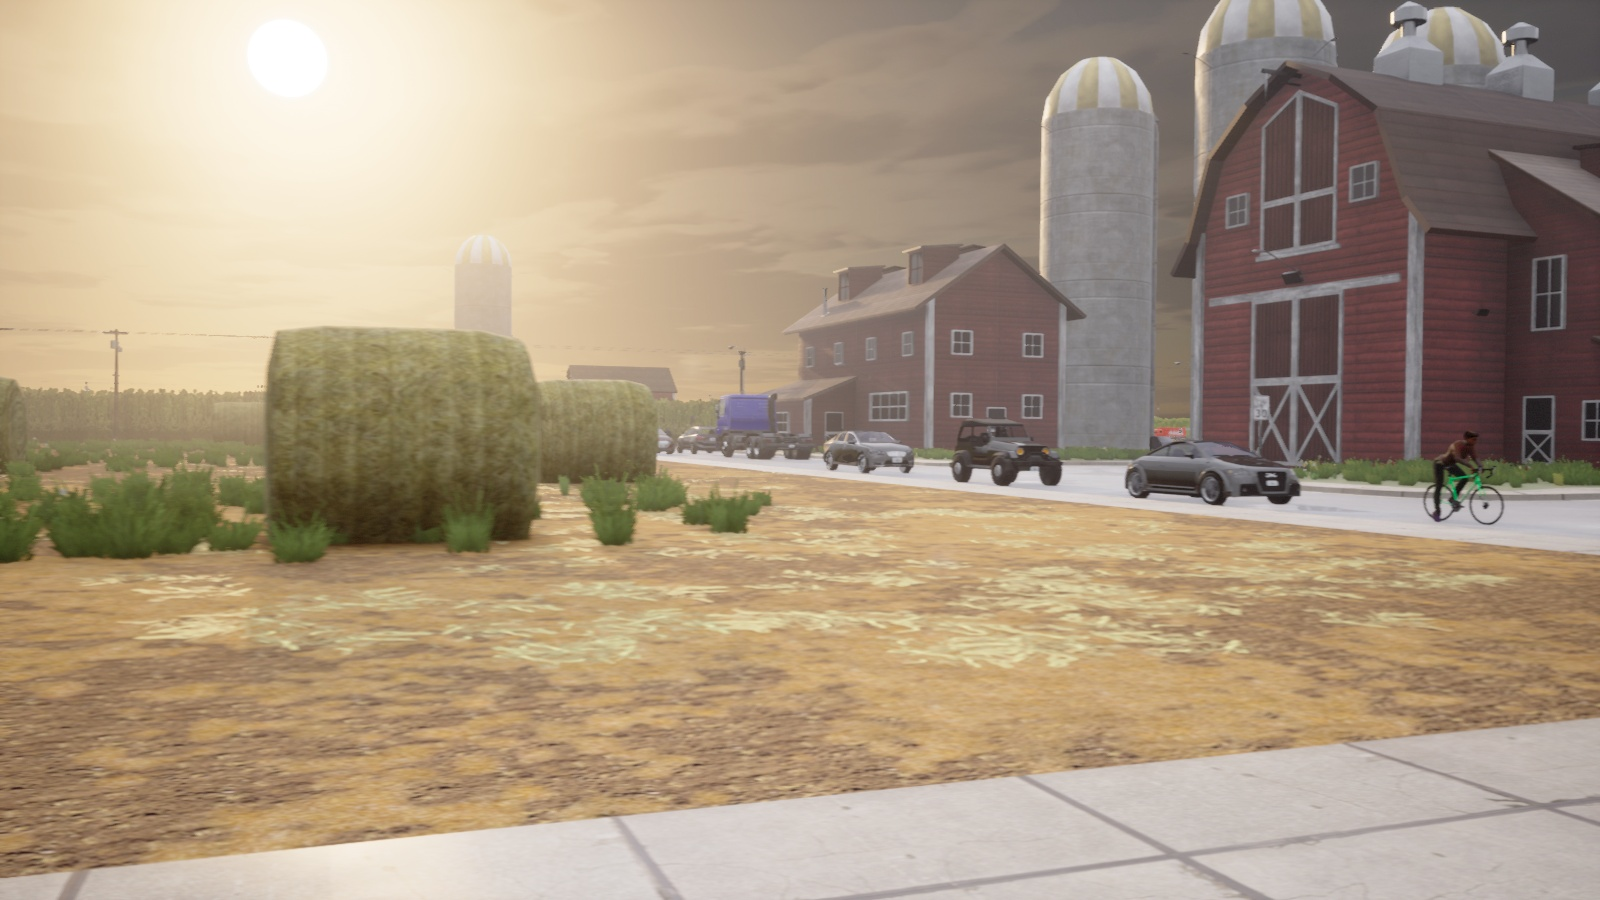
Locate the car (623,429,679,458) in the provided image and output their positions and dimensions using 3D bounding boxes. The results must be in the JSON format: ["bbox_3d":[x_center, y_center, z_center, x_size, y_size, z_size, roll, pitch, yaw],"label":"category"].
[{"bbox_3d":[-8.694,-0.392,72.975,2.033,1.649,4.856,-1,1,-22],"label":"car"}]

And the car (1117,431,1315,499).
[{"bbox_3d":[9.227,0.276,28.226,1.994,1.385,4.181,-1,1,-22],"label":"car"}]

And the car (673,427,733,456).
[{"bbox_3d":[-5.856,-0.545,75.294,2.242,1.667,4.611,-1,1,-22],"label":"car"}]

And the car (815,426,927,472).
[{"bbox_3d":[2.459,-0.050,45.114,2.128,1.511,4.902,-2,1,-22],"label":"car"}]

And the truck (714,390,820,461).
[{"bbox_3d":[-1.858,-1.253,65.275,2.891,3.462,7.936,-1,1,-22],"label":"truck"}]

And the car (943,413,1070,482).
[{"bbox_3d":[5.931,-0.090,36.452,1.905,1.878,3.866,-1,1,-21],"label":"car"}]

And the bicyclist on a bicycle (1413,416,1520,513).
[{"bbox_3d":[11.688,0.231,22.073,0.582,1.620,1.656,-2,1,-22],"label":"bicyclist on a bicycle"}]
